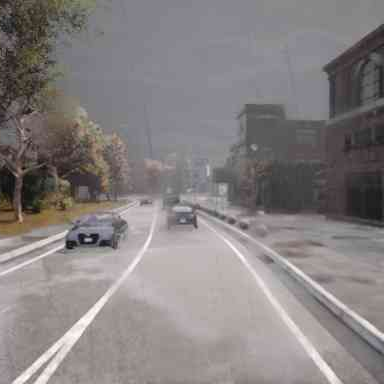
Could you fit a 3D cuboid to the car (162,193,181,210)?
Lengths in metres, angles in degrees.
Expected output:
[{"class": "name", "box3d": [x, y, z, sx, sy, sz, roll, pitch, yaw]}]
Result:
[{"class": "car", "box3d": [-2.641, 1.168, 42.590, 2.150, 2.045, 5.566, -1, 0, -5]}]

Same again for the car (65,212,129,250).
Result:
[{"class": "car", "box3d": [-3.907, 1.574, 14.301, 1.994, 1.385, 4.181, 0, 0, -2]}]

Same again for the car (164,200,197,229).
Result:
[{"class": "car", "box3d": [-0.704, 1.493, 21.485, 1.812, 1.442, 4.674, -1, 0, -5]}]

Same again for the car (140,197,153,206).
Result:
[{"class": "car", "box3d": [-7.530, 1.519, 55.182, 1.994, 1.385, 4.181, -1, 0, -5]}]
